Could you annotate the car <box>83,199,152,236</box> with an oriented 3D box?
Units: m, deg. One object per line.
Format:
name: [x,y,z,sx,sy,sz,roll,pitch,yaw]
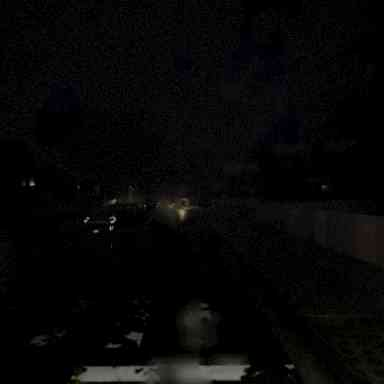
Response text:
car: [-4.459,1.501,19.715,2.097,1.767,4.553,-2,-1,16]

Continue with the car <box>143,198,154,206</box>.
car: [-9.119,2.089,69.782,2.033,1.411,5.357,0,-1,-10]

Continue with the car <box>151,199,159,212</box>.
car: [-5.458,1.729,44.483,2.097,1.767,4.553,0,-1,-6]
